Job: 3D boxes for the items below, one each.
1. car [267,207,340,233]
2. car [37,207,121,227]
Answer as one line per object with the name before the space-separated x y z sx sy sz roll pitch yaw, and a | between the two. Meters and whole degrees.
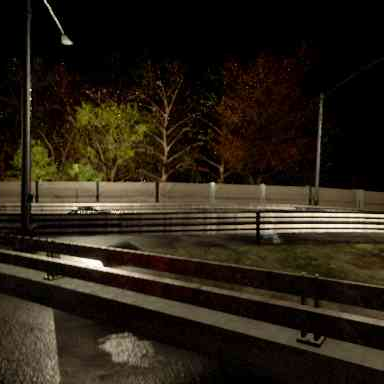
car | 6.689 1.627 19.961 4.181 1.385 1.994 2 0 -13
car | -5.855 1.504 17.485 4.181 1.385 1.994 0 0 -9
